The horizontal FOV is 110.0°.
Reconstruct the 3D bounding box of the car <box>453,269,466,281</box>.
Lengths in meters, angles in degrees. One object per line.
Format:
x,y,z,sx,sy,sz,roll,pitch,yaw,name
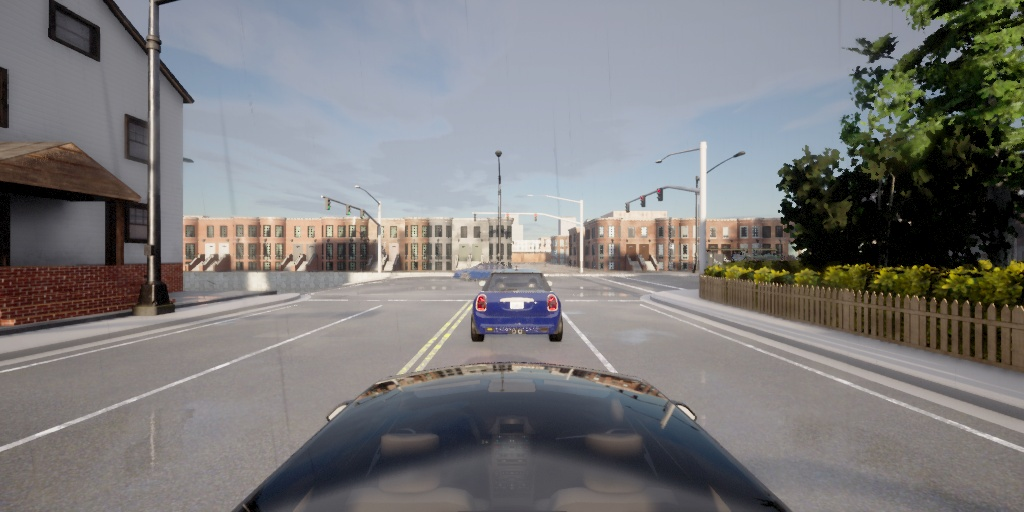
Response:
-2.129,1.297,29.649,5.357,1.411,2.033,0,0,0,car

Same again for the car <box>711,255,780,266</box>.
19.354,0.973,29.718,5.566,2.045,2.150,0,0,0,car

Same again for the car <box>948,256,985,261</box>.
35.963,0.975,29.741,5.566,2.045,2.150,0,0,0,car

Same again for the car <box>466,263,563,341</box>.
0.108,1.102,9.994,2.097,1.767,4.553,0,0,0,car
